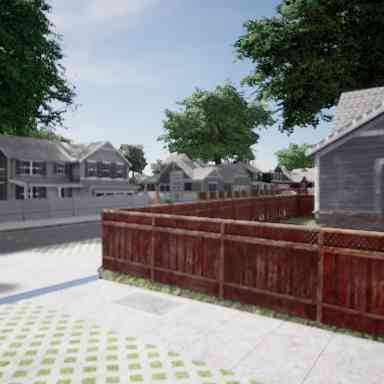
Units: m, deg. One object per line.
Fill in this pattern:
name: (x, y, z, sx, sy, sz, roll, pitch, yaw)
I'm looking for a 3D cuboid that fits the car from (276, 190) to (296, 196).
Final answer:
car: (13.449, 0.564, 47.273, 2.097, 1.767, 4.553, 0, 1, 35)
